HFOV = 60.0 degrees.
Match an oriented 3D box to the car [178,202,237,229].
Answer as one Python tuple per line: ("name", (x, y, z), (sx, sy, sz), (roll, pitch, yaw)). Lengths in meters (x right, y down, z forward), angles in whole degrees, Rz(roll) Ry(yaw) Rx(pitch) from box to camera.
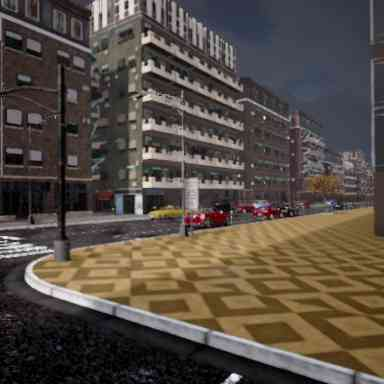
("car", (1.222, 1.761, 24.308), (1.967, 1.590, 4.097), (-2, -2, 35))

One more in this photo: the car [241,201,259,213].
("car", (7.403, 2.306, 47.572), (1.887, 1.381, 4.507), (-2, -2, 35))

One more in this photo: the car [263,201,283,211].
("car", (13.895, 2.378, 56.822), (1.967, 1.590, 4.097), (-2, -2, 35))

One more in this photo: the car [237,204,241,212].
("car", (4.157, 2.239, 42.948), (1.947, 1.339, 4.313), (-2, -2, 35))

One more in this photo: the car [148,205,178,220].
("car", (-2.434, 2.020, 33.564), (1.752, 1.417, 4.829), (-2, -2, 35))

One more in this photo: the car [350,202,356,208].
("car", (33.689, 2.755, 70.538), (2.008, 1.369, 4.403), (-2, -2, 35))

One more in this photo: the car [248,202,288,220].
("car", (7.717, 2.042, 33.552), (1.887, 1.381, 4.507), (-2, -2, 35))

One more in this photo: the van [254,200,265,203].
("van", (10.648, 2.191, 52.201), (1.690, 1.788, 3.998), (-2, -2, 35))

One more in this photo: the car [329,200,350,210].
("car", (27.196, 2.593, 61.291), (1.947, 1.339, 4.313), (-2, -2, 35))

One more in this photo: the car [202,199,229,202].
("car", (2.171, 1.756, 35.654), (2.150, 2.045, 5.566), (-1, -1, 35))

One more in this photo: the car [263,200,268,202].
("car", (12.968, 2.390, 50.853), (1.837, 1.490, 4.892), (-1, -1, 35))

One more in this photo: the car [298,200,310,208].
("car", (23.634, 2.518, 70.695), (2.192, 1.841, 5.009), (-2, -2, 35))

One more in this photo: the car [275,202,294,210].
("car", (17.143, 2.571, 61.442), (1.887, 1.381, 4.507), (-2, -2, 35))

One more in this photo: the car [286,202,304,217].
("car", (10.963, 2.152, 38.175), (1.947, 1.339, 4.313), (-2, -2, 35))

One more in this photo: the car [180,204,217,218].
("car", (0.812, 2.108, 38.186), (1.752, 1.417, 4.829), (-2, -2, 35))
